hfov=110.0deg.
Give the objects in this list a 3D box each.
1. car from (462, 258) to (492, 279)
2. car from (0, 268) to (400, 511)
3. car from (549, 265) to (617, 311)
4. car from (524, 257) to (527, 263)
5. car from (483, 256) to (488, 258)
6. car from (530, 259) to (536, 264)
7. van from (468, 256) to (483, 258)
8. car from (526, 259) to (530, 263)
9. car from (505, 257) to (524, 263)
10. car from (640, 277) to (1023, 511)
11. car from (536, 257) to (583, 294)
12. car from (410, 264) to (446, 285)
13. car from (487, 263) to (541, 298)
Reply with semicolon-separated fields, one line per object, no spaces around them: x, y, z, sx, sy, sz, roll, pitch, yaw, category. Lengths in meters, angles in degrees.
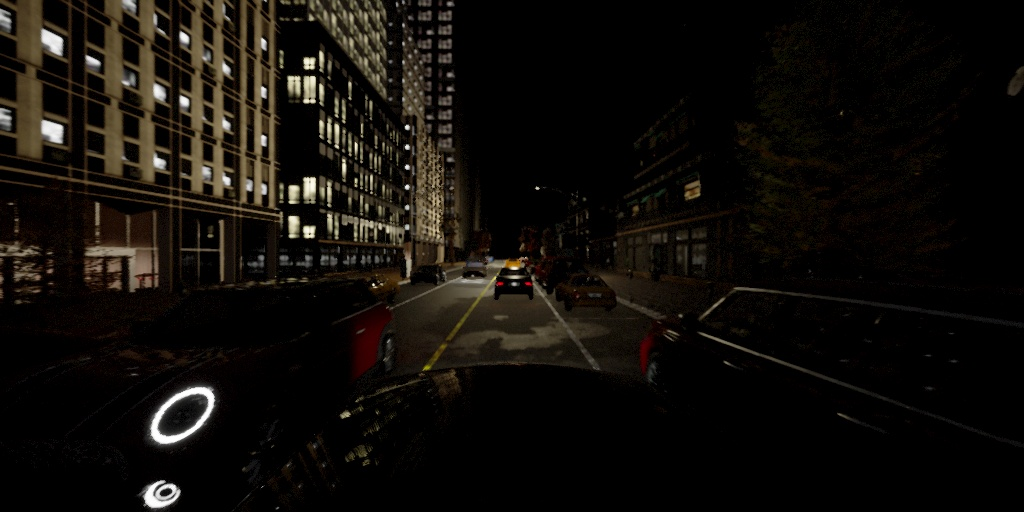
-3.097;1.183;31.054;2.033;1.411;5.357;0;0;0;car
-3.070;1.091;4.379;2.097;1.767;4.553;0;0;0;car
2.692;1.227;13.962;1.751;1.417;4.829;0;0;0;car
2.693;1.140;52.551;1.802;1.307;4.207;0;0;0;car
-5.687;1.047;63.457;1.751;1.417;4.829;0;0;0;car
2.692;0.974;24.866;2.192;1.841;5.009;0;0;0;car
-5.688;0.899;52.553;1.690;1.789;3.998;0;0;0;van
2.692;1.183;35.940;1.948;1.339;4.313;0;0;0;car
0.102;1.065;44.020;1.882;1.535;5.008;0;0;0;car
2.691;1.061;2.718;2.192;1.841;5.009;0;0;0;car
2.692;0.995;19.330;2.192;1.841;5.009;0;0;0;car
-5.688;1.225;24.869;1.948;1.339;4.313;0;0;0;car
0.092;1.234;17.800;2.033;1.411;5.357;0;0;0;car
